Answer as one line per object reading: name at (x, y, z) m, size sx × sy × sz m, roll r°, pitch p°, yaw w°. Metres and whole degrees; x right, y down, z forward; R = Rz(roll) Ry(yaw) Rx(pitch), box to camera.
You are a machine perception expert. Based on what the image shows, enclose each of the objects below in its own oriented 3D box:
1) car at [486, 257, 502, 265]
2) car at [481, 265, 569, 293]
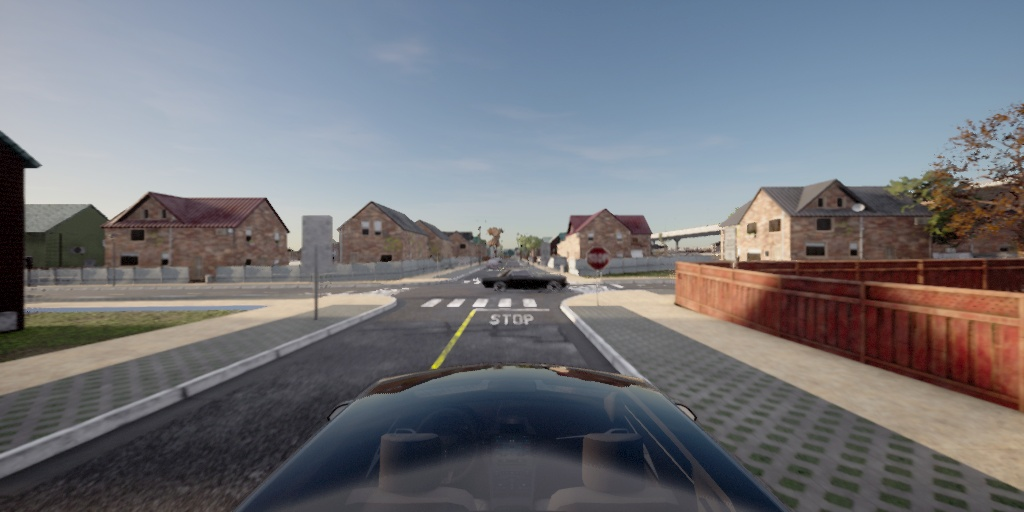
car at (-2.814, 1.226, 52.727) m, size 1.812 × 1.442 × 4.674 m, roll 0°, pitch 0°, yaw 0°
car at (0.723, 1.320, 19.839) m, size 4.718 × 1.301 × 1.895 m, roll 0°, pitch 0°, yaw 1°
